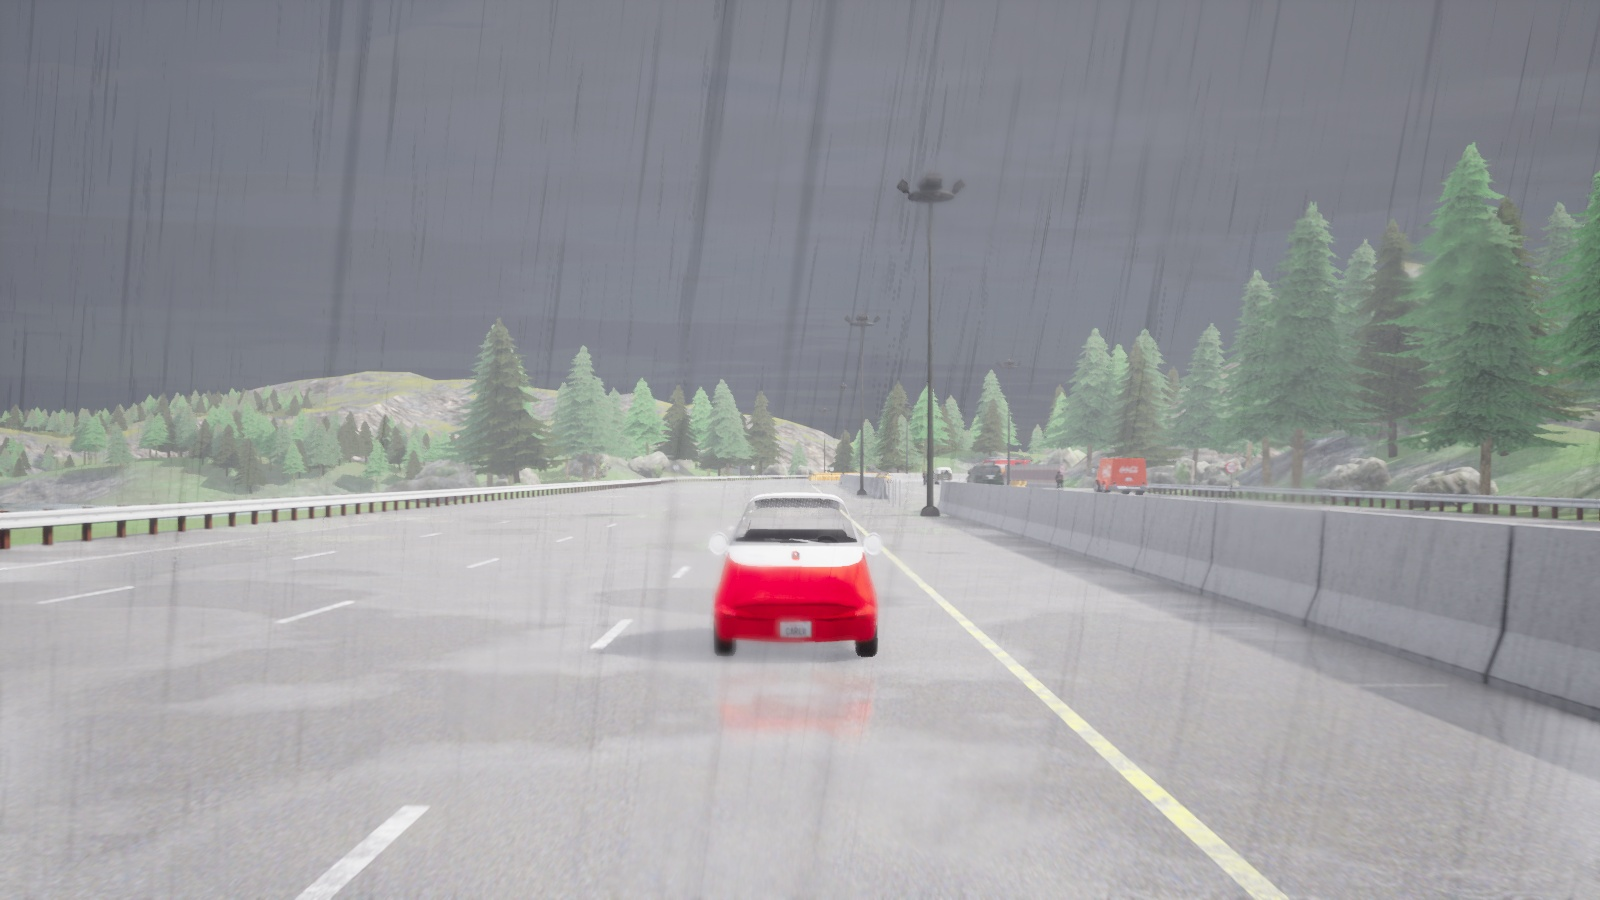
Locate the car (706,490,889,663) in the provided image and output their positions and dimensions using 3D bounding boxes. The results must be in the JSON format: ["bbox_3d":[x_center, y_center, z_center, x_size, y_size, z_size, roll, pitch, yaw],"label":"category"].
[{"bbox_3d":[-0.025,1.059,11.302,1.481,1.376,2.207,0,-1,0],"label":"car"}]

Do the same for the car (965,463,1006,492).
[{"bbox_3d":[13.780,2.046,93.612,2.150,2.045,5.566,0,-1,0],"label":"car"}]

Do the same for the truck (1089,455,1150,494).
[{"bbox_3d":[20.806,1.618,82.036,2.627,2.467,5.204,0,-1,0],"label":"truck"}]
